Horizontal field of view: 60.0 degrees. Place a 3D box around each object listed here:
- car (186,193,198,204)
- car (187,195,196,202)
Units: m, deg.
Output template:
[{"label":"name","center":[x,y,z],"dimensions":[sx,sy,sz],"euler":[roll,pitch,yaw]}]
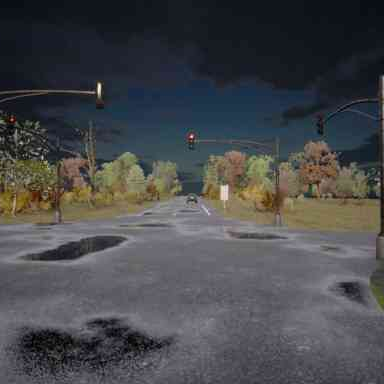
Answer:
[{"label":"car","center":[-0.002,1.291,67.629],"dimensions":[2.150,2.045,5.566],"euler":[0,0,0]},{"label":"car","center":[-0.003,1.464,78.020],"dimensions":[2.033,1.411,5.357],"euler":[0,0,0]}]
